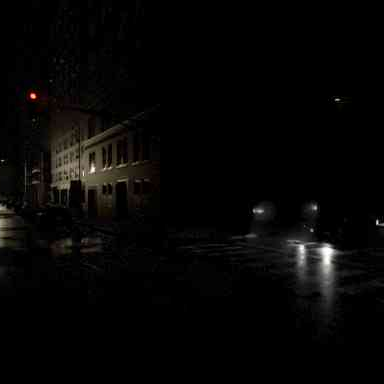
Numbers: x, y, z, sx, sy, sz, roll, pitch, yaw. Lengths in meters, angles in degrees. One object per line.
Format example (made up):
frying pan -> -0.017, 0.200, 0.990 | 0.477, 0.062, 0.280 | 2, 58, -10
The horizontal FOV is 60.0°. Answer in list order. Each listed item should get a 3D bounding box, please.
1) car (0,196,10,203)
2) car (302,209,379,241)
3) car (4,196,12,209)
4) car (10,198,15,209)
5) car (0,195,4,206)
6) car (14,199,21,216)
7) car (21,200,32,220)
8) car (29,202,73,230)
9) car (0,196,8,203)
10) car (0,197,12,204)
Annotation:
car -> -38.359, 1.577, 67.775 | 1.802, 1.307, 4.206 | 1, 0, -32
car -> 7.930, 1.668, 17.625 | 4.892, 1.490, 1.837 | 0, -1, -33
car -> -23.578, 1.567, 44.403 | 1.947, 1.339, 4.313 | 1, 0, -32
car -> -17.665, 1.547, 35.054 | 1.887, 1.381, 4.507 | 1, 0, -32
car -> -29.490, 1.550, 53.752 | 2.008, 1.369, 4.403 | 1, 0, -32
car -> -14.709, 1.553, 30.380 | 2.008, 1.369, 4.403 | 1, 0, -32
car -> -11.753, 1.547, 25.705 | 1.887, 1.381, 4.507 | 1, 0, -32
car -> -8.797, 1.568, 21.031 | 1.947, 1.339, 4.313 | 1, 0, -32
car -> -41.315, 1.559, 72.450 | 1.947, 1.339, 4.313 | 1, 0, -32
car -> -35.402, 1.562, 63.101 | 1.947, 1.339, 4.313 | 1, 0, -32
